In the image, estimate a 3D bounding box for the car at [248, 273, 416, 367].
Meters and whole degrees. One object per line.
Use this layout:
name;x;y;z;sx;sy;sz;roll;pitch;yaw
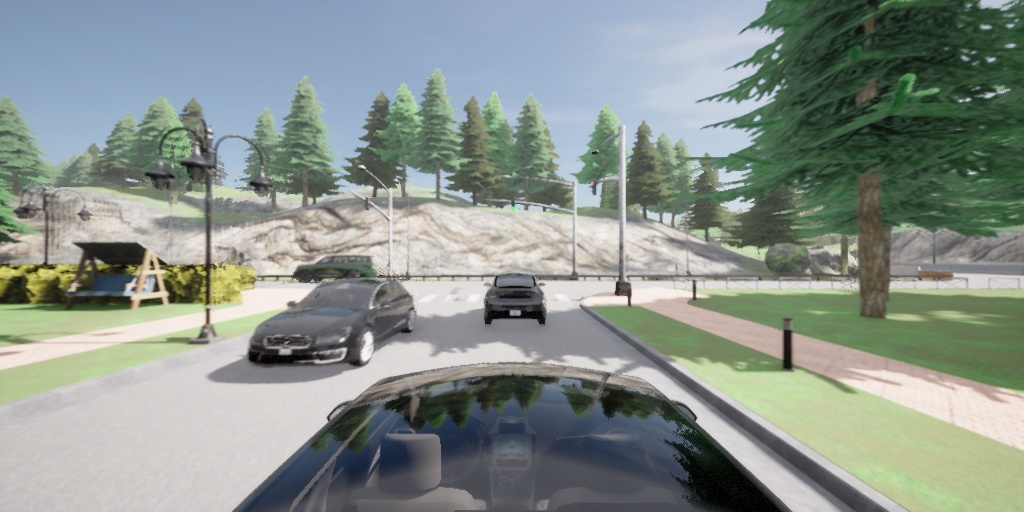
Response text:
car;-3.554;1.288;8.081;1.837;1.490;4.892;0;-1;0

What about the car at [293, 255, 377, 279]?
car;-12.858;0.931;26.311;5.566;2.045;2.150;0;0;-3

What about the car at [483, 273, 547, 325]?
car;0.088;1.306;12.105;1.837;1.490;4.892;0;0;0
